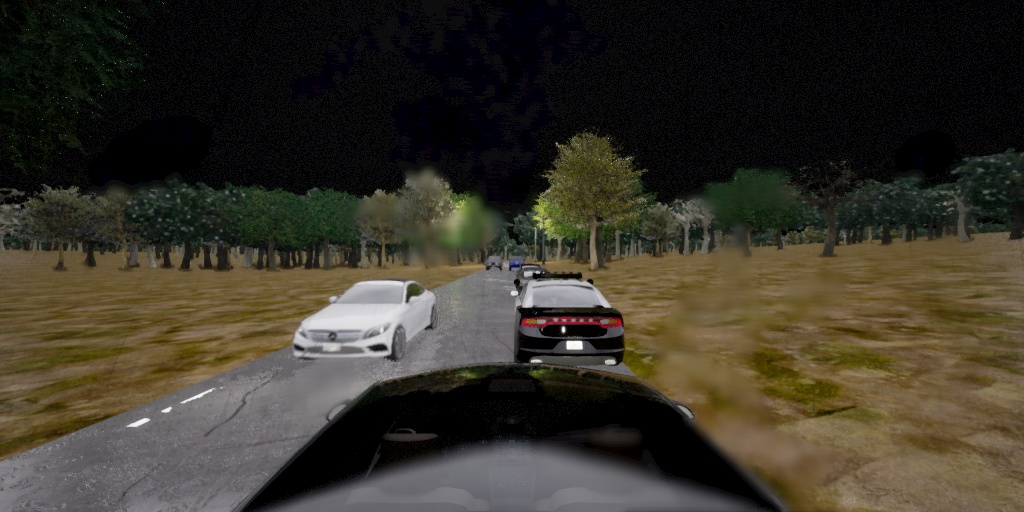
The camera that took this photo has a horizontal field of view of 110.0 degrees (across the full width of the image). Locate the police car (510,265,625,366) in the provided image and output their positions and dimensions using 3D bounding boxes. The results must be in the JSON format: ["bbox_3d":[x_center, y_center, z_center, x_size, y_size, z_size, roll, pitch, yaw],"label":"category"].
[{"bbox_3d":[0.996,1.173,8.112,1.930,1.638,5.238,0,0,1],"label":"police car"}]

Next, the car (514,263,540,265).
[{"bbox_3d":[1.119,1.275,18.003,1.812,1.442,4.674,0,0,1],"label":"car"}]

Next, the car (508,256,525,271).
[{"bbox_3d":[0.674,0.995,50.099,2.150,2.045,5.566,0,0,1],"label":"car"}]

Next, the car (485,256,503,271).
[{"bbox_3d":[-2.480,0.995,50.306,2.150,2.045,5.566,0,0,1],"label":"car"}]

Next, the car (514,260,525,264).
[{"bbox_3d":[1.193,1.257,24.002,1.837,1.490,4.892,0,0,1],"label":"car"}]

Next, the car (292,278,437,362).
[{"bbox_3d":[-3.001,1.273,8.360,1.812,1.442,4.674,0,0,1],"label":"car"}]
